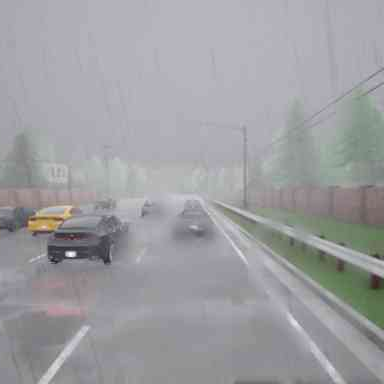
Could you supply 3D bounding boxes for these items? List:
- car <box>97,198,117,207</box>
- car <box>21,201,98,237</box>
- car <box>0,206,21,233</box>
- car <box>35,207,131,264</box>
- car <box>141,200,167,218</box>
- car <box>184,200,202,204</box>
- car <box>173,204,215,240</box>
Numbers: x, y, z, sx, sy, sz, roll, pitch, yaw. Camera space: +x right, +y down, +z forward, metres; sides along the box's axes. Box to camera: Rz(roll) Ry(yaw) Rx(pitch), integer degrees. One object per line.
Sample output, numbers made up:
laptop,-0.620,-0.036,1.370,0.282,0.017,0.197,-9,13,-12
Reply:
car,-10.406,1.469,40.321,1.837,1.490,4.892,0,0,0
car,-6.903,1.462,17.967,1.882,1.535,5.008,0,0,0
car,-10.404,1.530,19.274,2.033,1.411,5.357,0,0,0
car,-3.403,1.494,11.769,1.837,1.490,4.892,0,0,0
car,-3.405,1.465,30.120,2.128,1.511,4.902,0,0,0
car,0.093,1.516,35.348,2.033,1.411,5.357,0,0,0
car,0.096,1.549,16.886,1.994,1.385,4.181,0,0,0
